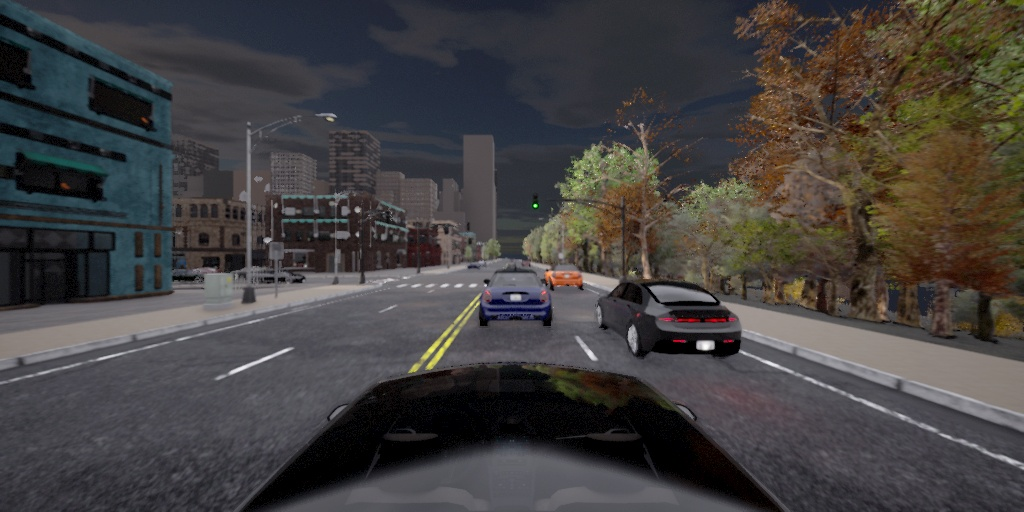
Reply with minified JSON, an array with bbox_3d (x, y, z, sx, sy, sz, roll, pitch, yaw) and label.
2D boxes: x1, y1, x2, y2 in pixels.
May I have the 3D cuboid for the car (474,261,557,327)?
[{"bbox_3d":[0.103,1.169,11.958,2.097,1.767,4.553,0,0,0],"label":"car"}]

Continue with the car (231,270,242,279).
[{"bbox_3d":[-28.268,1.805,39.112,4.403,1.370,2.007,0,0,0],"label":"car"}]

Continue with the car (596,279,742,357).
[{"bbox_3d":[3.351,1.301,8.623,1.837,1.490,4.892,0,0,0],"label":"car"}]

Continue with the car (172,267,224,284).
[{"bbox_3d":[-29.878,1.893,33.324,4.718,1.301,1.895,-1,0,0],"label":"car"}]

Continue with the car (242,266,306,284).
[{"bbox_3d":[-19.938,1.754,30.597,4.313,1.339,1.948,0,0,0],"label":"car"}]

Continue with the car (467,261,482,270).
[{"bbox_3d":[-6.515,1.733,61.521,1.895,1.301,4.718,0,0,1],"label":"car"}]

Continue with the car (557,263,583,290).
[{"bbox_3d":[3.357,1.247,23.975,2.097,1.767,4.553,0,0,0],"label":"car"}]
